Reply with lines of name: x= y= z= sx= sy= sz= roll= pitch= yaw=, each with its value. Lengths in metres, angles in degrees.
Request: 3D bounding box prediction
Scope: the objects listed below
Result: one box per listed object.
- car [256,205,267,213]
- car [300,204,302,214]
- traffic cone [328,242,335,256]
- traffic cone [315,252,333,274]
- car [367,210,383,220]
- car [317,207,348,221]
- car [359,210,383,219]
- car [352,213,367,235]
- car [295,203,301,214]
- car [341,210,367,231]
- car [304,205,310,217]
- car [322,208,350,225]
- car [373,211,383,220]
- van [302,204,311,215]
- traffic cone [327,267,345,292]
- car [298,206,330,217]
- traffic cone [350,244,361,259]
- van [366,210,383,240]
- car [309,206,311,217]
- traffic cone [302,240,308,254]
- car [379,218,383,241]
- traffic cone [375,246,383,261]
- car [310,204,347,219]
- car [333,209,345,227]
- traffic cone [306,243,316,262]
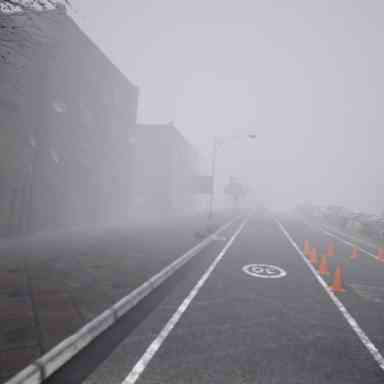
car: x=12.631 y=3.080 z=60.366 sx=1.895 sy=1.301 sz=4.718 roll=3 pitch=-1 yaw=12
car: x=20.006 y=3.127 z=52.505 sx=4.553 sy=1.767 sz=2.185 roll=3 pitch=-1 yaw=12
traffic cone: x=6.020 y=2.457 z=14.409 sx=0.340 sy=0.580 sz=0.340 roll=3 pitch=-1 yaw=12
traffic cone: x=4.232 y=2.315 z=10.697 sx=0.340 sy=0.580 sz=0.340 roll=3 pitch=-1 yaw=12
car: x=35.090 y=4.259 z=60.792 sx=5.008 sy=1.535 sz=2.097 roll=3 pitch=-1 yaw=12
car: x=16.632 y=2.829 z=36.024 sx=4.892 sy=1.521 sz=2.231 roll=3 pitch=-1 yaw=12
car: x=36.210 y=4.433 z=66.243 sx=5.008 sy=1.535 sz=2.097 roll=3 pitch=-1 yaw=12
car: x=13.841 y=2.532 z=22.299 sx=4.792 sy=1.488 sz=2.163 roll=3 pitch=-1 yaw=12
car: x=20.638 y=3.079 z=55.237 sx=5.566 sy=2.045 sz=2.435 roll=3 pitch=-1 yaw=12
car: x=14.561 y=2.570 z=25.013 sx=5.366 sy=1.575 sz=1.946 roll=3 pitch=-1 yaw=12
car: x=18.891 y=3.112 z=47.007 sx=4.892 sy=1.521 sz=2.231 roll=3 pitch=-1 yaw=12
car: x=16.043 y=2.787 z=33.289 sx=4.792 sy=1.488 sz=2.163 roll=3 pitch=-1 yaw=12
car: x=34.520 y=4.217 z=58.064 sx=4.674 sy=1.452 sz=2.002 roll=3 pitch=-1 yaw=12
van: x=19.362 y=2.951 z=49.779 sx=4.442 sy=1.987 sz=1.878 roll=3 pitch=-1 yaw=12
traffic cone: x=3.826 y=2.270 z=8.740 sx=0.340 sy=0.580 sz=0.340 roll=3 pitch=-1 yaw=12
car: x=21.171 y=3.404 z=57.984 sx=4.892 sy=1.521 sz=2.231 roll=3 pitch=-1 yaw=12
traffic cone: x=6.995 y=2.510 z=14.207 sx=0.340 sy=0.580 sz=0.340 roll=3 pitch=-1 yaw=12
van: x=13.148 y=2.208 z=19.586 sx=4.442 sy=1.987 sz=1.878 roll=3 pitch=-1 yaw=12
car: x=17.761 y=2.969 z=41.518 sx=5.008 sy=1.535 sz=2.097 roll=3 pitch=-1 yaw=12
traffic cone: x=5.044 y=2.404 z=14.613 sx=0.340 sy=0.580 sz=0.340 roll=3 pitch=-1 yaw=12
car: x=12.654 y=2.405 z=16.821 sx=4.792 sy=1.488 sz=2.163 roll=3 pitch=-1 yaw=12
traffic cone: x=7.970 y=2.563 z=14.004 sx=0.340 sy=0.580 sz=0.340 roll=3 pitch=-1 yaw=12
car: x=17.244 y=2.649 z=38.769 sx=5.566 sy=2.045 sz=2.435 roll=3 pitch=-1 yaw=12
car: x=14.938 y=2.626 z=27.793 sx=5.008 sy=1.535 sz=2.097 roll=3 pitch=-1 yaw=12
traffic cone: x=4.638 y=2.360 z=12.655 sx=0.340 sy=0.580 sz=0.340 roll=3 pitch=-1 yaw=12
